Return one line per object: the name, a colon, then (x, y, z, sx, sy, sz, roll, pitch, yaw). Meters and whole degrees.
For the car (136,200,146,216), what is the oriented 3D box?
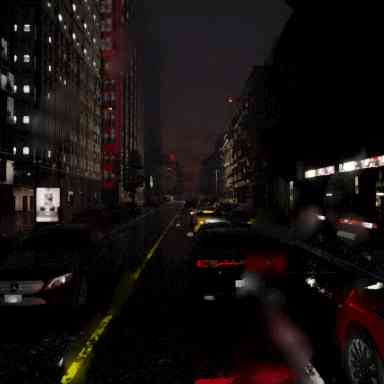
car: (-5.691, 1.561, 30.146, 1.947, 1.339, 4.313, 1, 0, 0)

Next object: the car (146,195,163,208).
car: (-5.695, 1.425, 47.118, 1.967, 1.590, 4.097, 1, 0, 0)

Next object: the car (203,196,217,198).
car: (2.685, 1.554, 41.428, 1.947, 1.339, 4.313, 1, 0, 0)

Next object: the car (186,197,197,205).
car: (-0.021, 1.576, 60.023, 1.895, 1.301, 4.718, 0, 0, 0)

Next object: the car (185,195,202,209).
car: (-0.010, 1.463, 45.861, 1.882, 1.535, 5.008, 0, 0, 0)

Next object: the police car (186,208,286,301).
police car: (0.896, 1.426, 8.507, 1.930, 1.638, 5.238, 0, 0, 0)

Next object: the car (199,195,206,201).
car: (2.671, 1.527, 86.682, 1.802, 1.307, 4.206, 1, 0, 0)

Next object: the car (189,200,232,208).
car: (0.893, 1.455, 18.588, 1.801, 1.575, 5.366, 0, 0, 0)

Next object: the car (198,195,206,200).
car: (2.669, 1.488, 92.338, 2.008, 1.369, 4.403, 1, 0, 0)

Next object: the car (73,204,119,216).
car: (-5.688, 1.582, 18.832, 1.802, 1.307, 4.206, 1, 0, 0)

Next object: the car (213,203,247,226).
car: (2.691, 1.564, 24.458, 1.947, 1.339, 4.313, 1, 0, 0)

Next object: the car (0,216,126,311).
car: (-3.002, 1.527, 7.901, 1.812, 1.442, 4.674, 0, 0, 0)

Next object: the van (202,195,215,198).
van: (2.686, 1.326, 47.085, 1.690, 1.788, 3.998, 1, 0, 0)

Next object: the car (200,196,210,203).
car: (2.676, 1.548, 69.711, 1.802, 1.307, 4.206, 1, 0, 0)

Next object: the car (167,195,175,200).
car: (-5.711, 1.503, 92.371, 1.947, 1.339, 4.313, 1, 0, 0)

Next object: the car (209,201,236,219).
car: (2.689, 1.546, 30.115, 2.008, 1.369, 4.403, 1, 0, 0)

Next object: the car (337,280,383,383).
car: (2.702, 1.316, 1.832, 2.192, 1.841, 5.009, 1, 0, 0)

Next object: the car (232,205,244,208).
car: (2.693, 1.525, 18.972, 1.752, 1.417, 4.829, 1, 0, 0)

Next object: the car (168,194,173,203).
car: (-5.702, 1.406, 69.744, 1.967, 1.590, 4.097, 1, 0, 0)

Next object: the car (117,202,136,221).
car: (-5.689, 1.543, 24.489, 1.887, 1.381, 4.507, 1, 0, 0)

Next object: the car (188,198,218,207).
car: (0.807, 1.454, 24.586, 1.801, 1.575, 5.366, 0, 0, 0)

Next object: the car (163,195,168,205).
car: (-5.701, 1.558, 58.431, 1.802, 1.307, 4.206, 1, 0, 0)
